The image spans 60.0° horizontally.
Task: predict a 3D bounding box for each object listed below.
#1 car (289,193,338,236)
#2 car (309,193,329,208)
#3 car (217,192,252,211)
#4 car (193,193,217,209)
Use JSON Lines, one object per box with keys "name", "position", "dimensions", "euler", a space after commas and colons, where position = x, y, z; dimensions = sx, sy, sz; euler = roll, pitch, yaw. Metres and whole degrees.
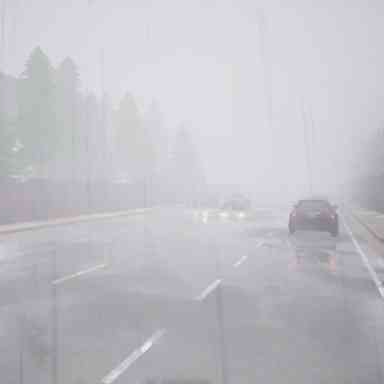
{"name": "car", "position": [6.147, 1.071, 16.750], "dimensions": [2.097, 1.767, 4.553], "euler": [1, 1, 22]}
{"name": "car", "position": [14.034, 0.867, 36.675], "dimensions": [1.882, 1.535, 5.008], "euler": [1, 1, 22]}
{"name": "car", "position": [4.251, 0.811, 31.526], "dimensions": [2.097, 1.767, 4.553], "euler": [1, 1, 22]}
{"name": "car", "position": [1.597, 0.897, 34.328], "dimensions": [2.128, 1.511, 4.902], "euler": [1, 1, 22]}
